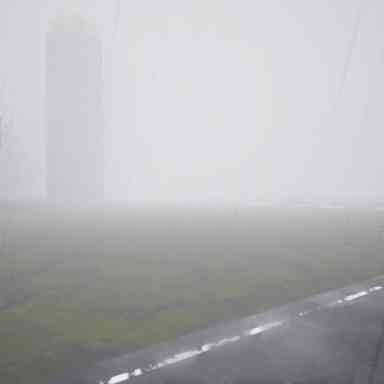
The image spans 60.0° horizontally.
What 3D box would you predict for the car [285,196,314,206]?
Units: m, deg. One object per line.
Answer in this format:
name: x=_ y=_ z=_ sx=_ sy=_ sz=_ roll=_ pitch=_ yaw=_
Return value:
car: x=16.487 y=1.380 z=51.144 sx=1.812 sy=1.442 sz=4.674 roll=-1 pitch=1 yaw=-39
